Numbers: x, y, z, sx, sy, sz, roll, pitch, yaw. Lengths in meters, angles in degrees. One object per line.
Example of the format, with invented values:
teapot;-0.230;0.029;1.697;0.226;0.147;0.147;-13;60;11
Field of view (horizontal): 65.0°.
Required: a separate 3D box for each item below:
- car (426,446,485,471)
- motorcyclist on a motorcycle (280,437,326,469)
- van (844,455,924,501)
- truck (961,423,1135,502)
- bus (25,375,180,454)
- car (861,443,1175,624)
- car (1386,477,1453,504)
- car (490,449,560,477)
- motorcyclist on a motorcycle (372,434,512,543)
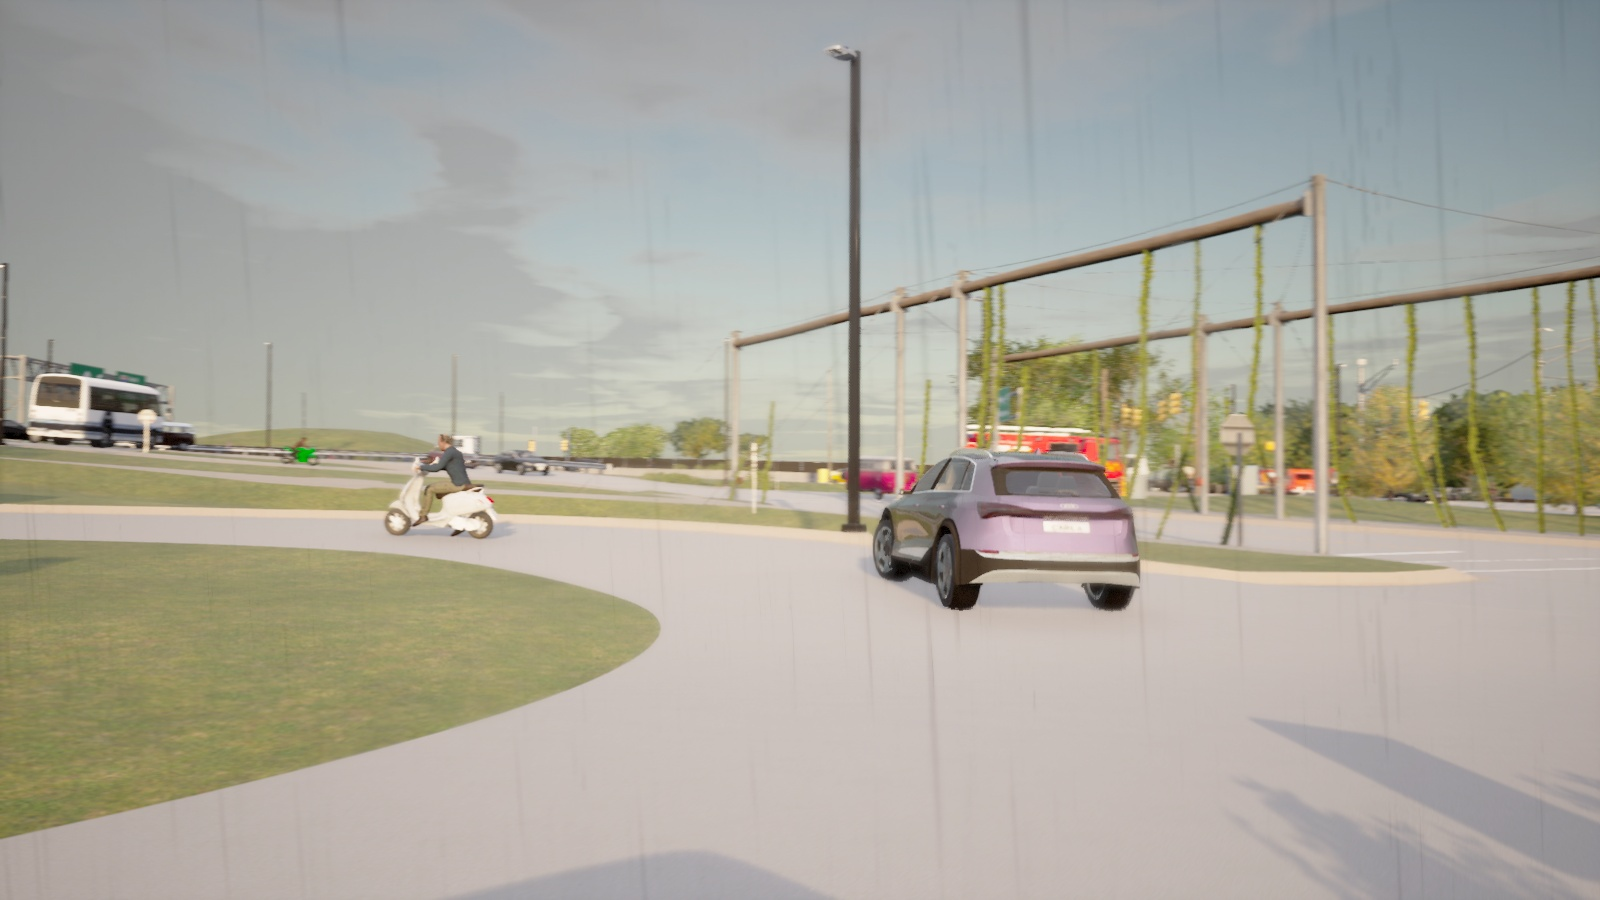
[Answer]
car;-22.843;0.541;83.260;3.806;1.475;1.970;3;0;43
motorcyclist on a motorcycle;-26.254;0.164;66.362;2.044;1.523;0.797;4;-2;-1
van;3.803;1.261;57.734;1.775;1.987;4.442;1;0;-24
truck;12.932;0.691;65.895;8.468;3.827;2.891;2;-2;-2
bus;-43.977;-2.088;79.781;3.944;4.253;10.273;4;-1;-1
car;2.182;0.804;14.159;2.033;1.649;4.856;2;-1;-8
car;43.097;2.821;87.506;2.242;1.667;4.611;2;0;-1
car;-16.788;0.806;76.552;2.128;1.511;4.902;1;1;-40
motorcyclist on a motorcycle;-5.451;0.574;19.193;1.817;1.590;0.866;1;0;8
